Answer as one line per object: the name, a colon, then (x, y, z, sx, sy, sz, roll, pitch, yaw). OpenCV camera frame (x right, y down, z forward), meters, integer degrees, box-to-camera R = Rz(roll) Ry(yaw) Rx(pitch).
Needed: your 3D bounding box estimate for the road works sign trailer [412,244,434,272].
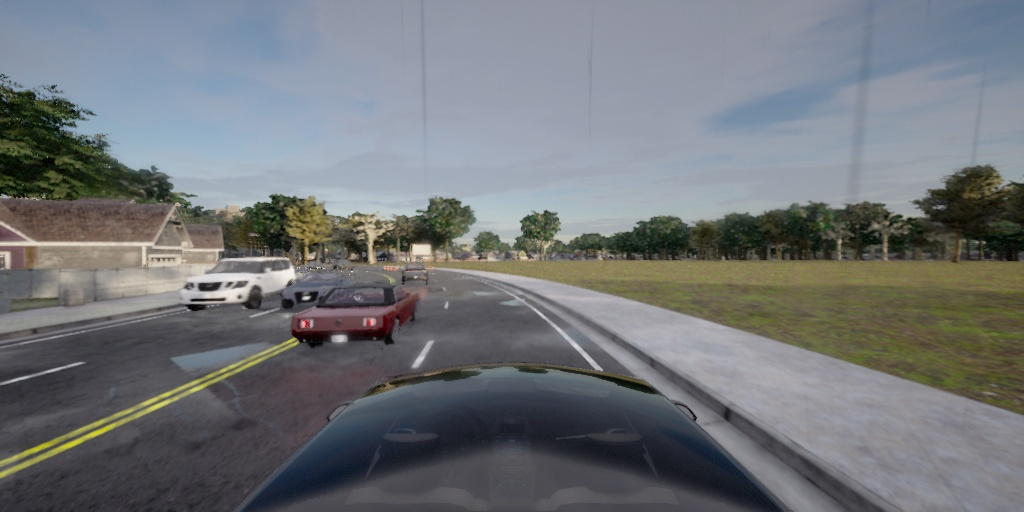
road works sign trailer: (-11.359, 0.252, 44.997, 2.380, 3.560, 2.880, 0, 0, -33)

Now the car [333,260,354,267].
car: (-24.823, 1.302, 52.680, 2.097, 1.767, 4.553, -1, 0, -38)

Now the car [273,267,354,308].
car: (-7.987, 1.372, 15.221, 1.994, 1.385, 4.181, -1, 0, -11)

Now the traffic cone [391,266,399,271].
traffic cone: (-16.305, 1.792, 50.132, 0.340, 0.580, 0.340, 0, 0, -33)

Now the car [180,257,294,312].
car: (-11.241, 1.061, 15.340, 2.150, 2.045, 5.566, 0, 0, -11)

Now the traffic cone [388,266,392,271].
traffic cone: (-17.384, 1.802, 51.817, 0.340, 0.580, 0.340, 0, 0, -33)

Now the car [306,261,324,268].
car: (-28.926, 1.521, 52.650, 1.837, 1.490, 4.892, -1, 0, -40)

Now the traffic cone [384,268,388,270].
traffic cone: (-18.462, 1.812, 53.501, 0.340, 0.580, 0.340, 0, 0, -33)

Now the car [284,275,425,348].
car: (-3.674, 1.375, 9.416, 1.895, 1.301, 4.718, 0, 0, -6)

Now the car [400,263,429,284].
car: (-7.286, 1.277, 26.869, 2.128, 1.511, 4.902, -1, 0, -17)
